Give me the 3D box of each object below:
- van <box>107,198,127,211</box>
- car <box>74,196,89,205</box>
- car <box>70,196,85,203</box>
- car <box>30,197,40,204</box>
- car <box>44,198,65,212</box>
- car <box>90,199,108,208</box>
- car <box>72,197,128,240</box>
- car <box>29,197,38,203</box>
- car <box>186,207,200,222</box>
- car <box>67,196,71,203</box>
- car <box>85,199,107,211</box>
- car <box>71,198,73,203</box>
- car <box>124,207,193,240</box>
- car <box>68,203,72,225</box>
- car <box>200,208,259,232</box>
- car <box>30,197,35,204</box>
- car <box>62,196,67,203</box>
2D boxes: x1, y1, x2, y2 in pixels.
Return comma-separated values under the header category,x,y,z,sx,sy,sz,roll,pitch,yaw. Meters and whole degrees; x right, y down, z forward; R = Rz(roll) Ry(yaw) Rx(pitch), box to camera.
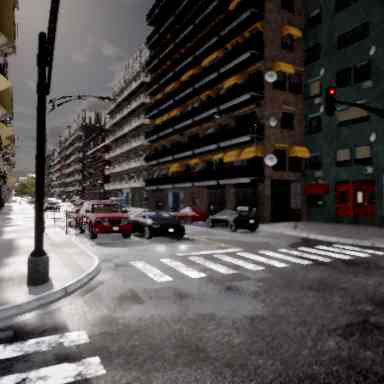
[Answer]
category,x,y,z,sx,sy,sz,roll,pitch,yaw
van,-10.514,1.713,46.414,1.690,1.788,3.998,2,-1,-28
car,-23.658,1.806,70.971,2.192,1.841,5.009,2,-1,-28
car,-18.324,1.863,55.270,2.128,1.511,4.902,1,-1,-28
car,-36.329,1.968,76.871,1.802,1.307,4.206,2,-1,-28
car,-17.924,1.786,42.490,1.947,1.339,4.313,2,-1,-28
car,-15.776,1.964,56.232,1.887,1.381,4.507,2,-1,-28
car,-4.772,1.417,17.937,2.192,1.841,5.009,2,-1,-28
car,-38.959,1.993,81.782,1.802,1.307,4.206,2,-1,-28
car,-0.002,1.860,26.762,1.802,1.307,4.206,2,-1,-28
car,-26.287,1.830,75.882,2.192,1.841,5.009,2,-1,-28
car,-13.444,1.807,46.262,1.882,1.535,5.008,1,-1,-28
car,-11.291,1.705,35.589,1.882,1.535,5.008,1,-1,-28
car,-1.944,1.708,18.097,1.994,1.385,4.181,1,-1,-28
car,-7.407,1.670,22.844,1.887,1.381,4.507,2,-1,-28
car,2.627,1.820,21.851,1.947,1.339,4.313,2,-1,-28
car,-33.700,1.907,71.960,1.887,1.381,4.507,2,-1,-28
car,-31.631,2.089,85.852,1.752,1.417,4.829,2,-1,-28
